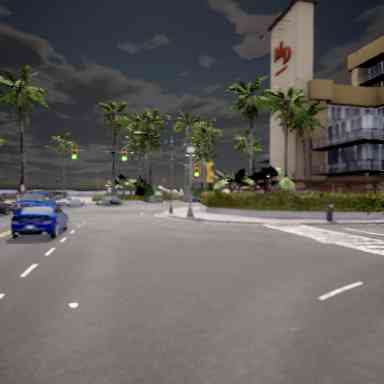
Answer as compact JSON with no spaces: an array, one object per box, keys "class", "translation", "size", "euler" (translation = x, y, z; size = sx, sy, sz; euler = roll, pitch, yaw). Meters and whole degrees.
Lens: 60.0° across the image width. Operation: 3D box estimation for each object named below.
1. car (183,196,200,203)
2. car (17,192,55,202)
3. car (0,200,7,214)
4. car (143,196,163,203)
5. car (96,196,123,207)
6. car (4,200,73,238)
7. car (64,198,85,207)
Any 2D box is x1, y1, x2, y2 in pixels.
[{"class":"car","translation":[0.259,1.552,66.743],"size":[4.181,1.385,1.994],"euler":[1,0,-44]},{"class":"car","translation":[-13.361,1.055,28.560],"size":[2.150,2.045,5.566],"euler":[1,0,-7]},{"class":"car","translation":[-16.761,1.340,27.574],"size":[2.033,1.411,5.357],"euler":[1,0,-8]},{"class":"car","translation":[-7.378,1.463,63.551],"size":[1.994,1.385,4.181],"euler":[1,0,37]},{"class":"car","translation":[-11.762,1.343,47.505],"size":[2.128,1.511,4.902],"euler":[1,0,18]},{"class":"car","translation":[-7.591,1.383,17.015],"size":[1.882,1.535,5.008],"euler":[1,0,-11]},{"class":"car","translation":[-16.226,1.398,44.232],"size":[1.895,1.301,4.718],"euler":[1,0,12]}]
